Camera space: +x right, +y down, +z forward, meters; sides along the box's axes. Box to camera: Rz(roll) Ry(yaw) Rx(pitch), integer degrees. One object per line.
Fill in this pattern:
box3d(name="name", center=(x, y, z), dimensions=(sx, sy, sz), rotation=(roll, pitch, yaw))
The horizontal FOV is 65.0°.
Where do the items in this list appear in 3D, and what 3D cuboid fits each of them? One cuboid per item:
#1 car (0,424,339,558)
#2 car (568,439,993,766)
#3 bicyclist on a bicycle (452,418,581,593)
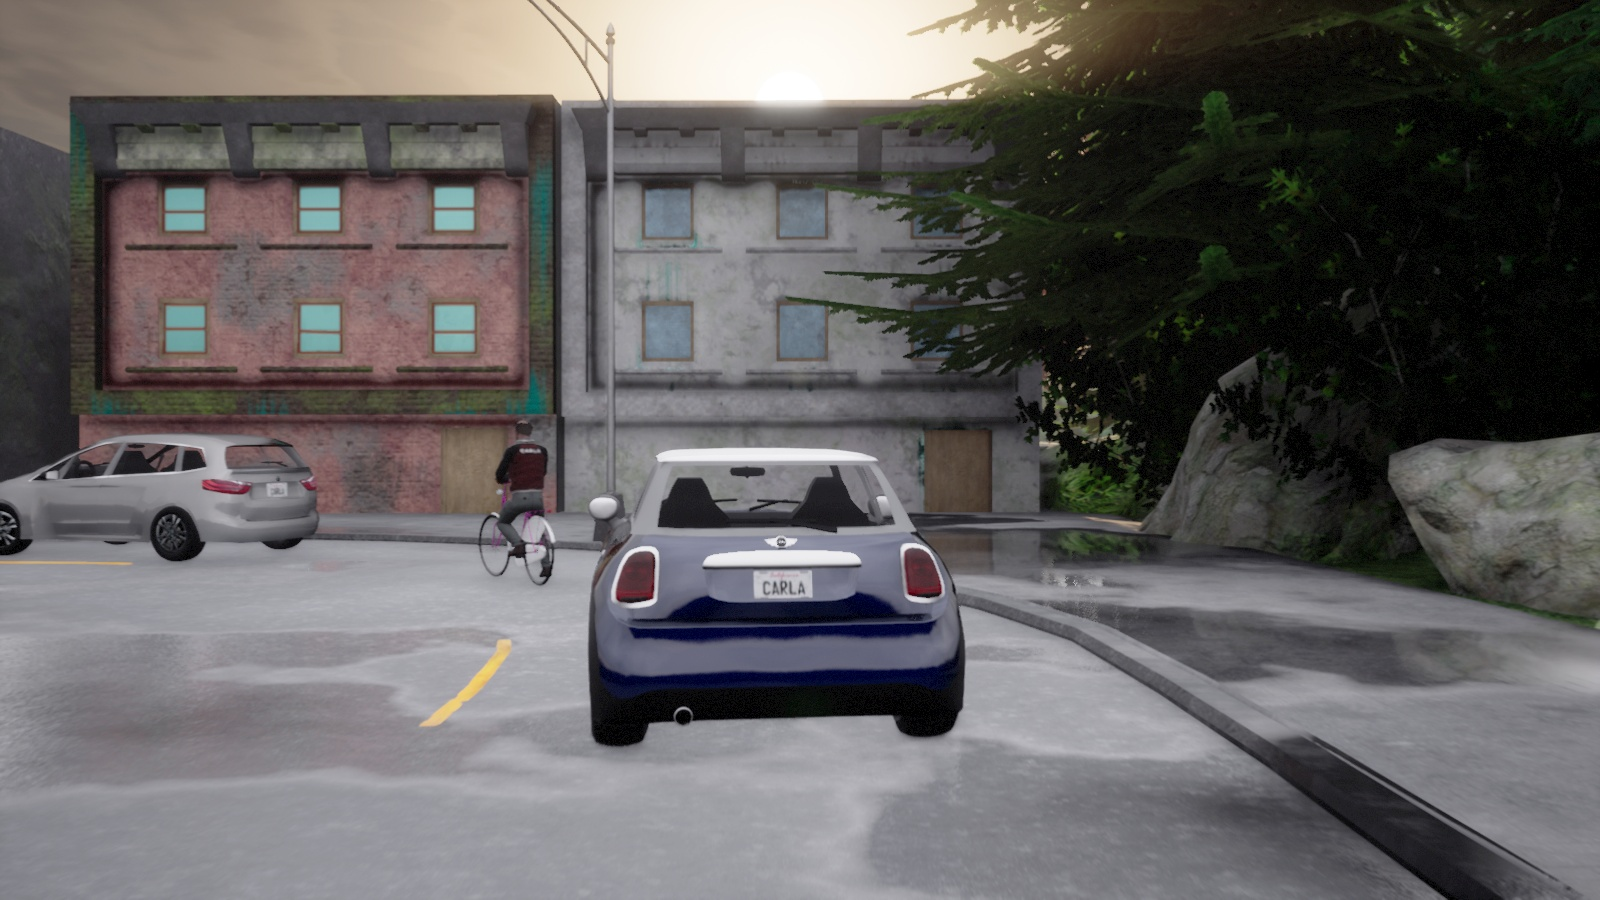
box3d(name="car", center=(-9.069, 0.504, 17.424), dimensions=(4.611, 1.667, 2.242), rotation=(0, 0, 18))
box3d(name="car", center=(-0.312, 0.678, 7.664), dimensions=(1.970, 1.475, 3.806), rotation=(0, 0, -7))
box3d(name="bicyclist on a bicycle", center=(-3.106, 0.554, 13.639), dimensions=(0.659, 1.776, 1.843), rotation=(0, 1, -37))
